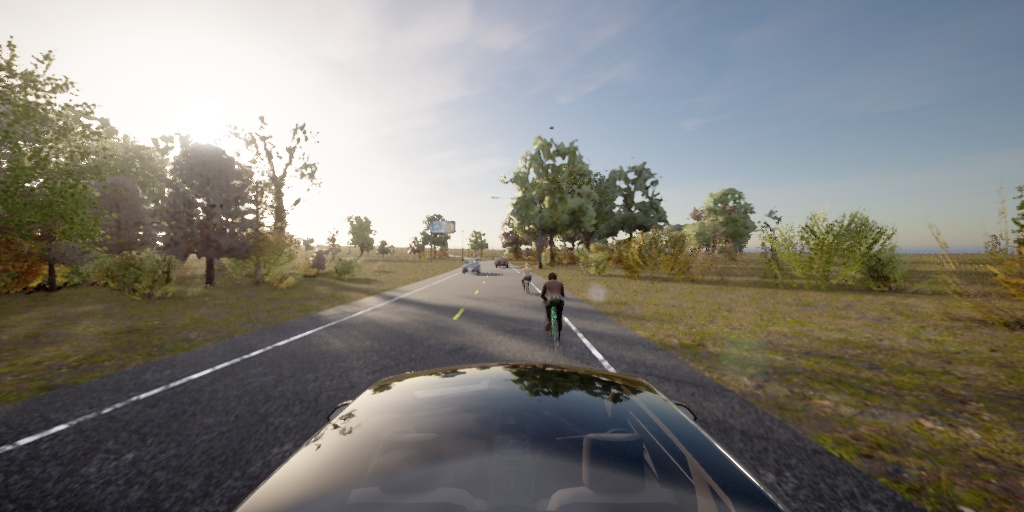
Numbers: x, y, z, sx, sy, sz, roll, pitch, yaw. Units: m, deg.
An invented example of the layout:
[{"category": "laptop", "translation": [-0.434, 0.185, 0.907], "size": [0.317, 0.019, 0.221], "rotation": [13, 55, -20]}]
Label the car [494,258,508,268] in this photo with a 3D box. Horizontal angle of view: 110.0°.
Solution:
[{"category": "car", "translation": [-1.748, 1.038, 60.500], "size": [2.097, 1.767, 4.553], "rotation": [0, 0, -3]}]

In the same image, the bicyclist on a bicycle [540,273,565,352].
[{"category": "bicyclist on a bicycle", "translation": [0.921, 1.200, 7.976], "size": [0.582, 1.620, 1.656], "rotation": [0, 0, 0]}]

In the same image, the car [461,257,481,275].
[{"category": "car", "translation": [-4.370, 1.212, 38.991], "size": [2.128, 1.511, 4.902], "rotation": [0, 0, -2]}]

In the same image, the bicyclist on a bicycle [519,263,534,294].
[{"category": "bicyclist on a bicycle", "translation": [0.780, 1.176, 19.048], "size": [0.866, 1.612, 1.509], "rotation": [0, 0, -1]}]
